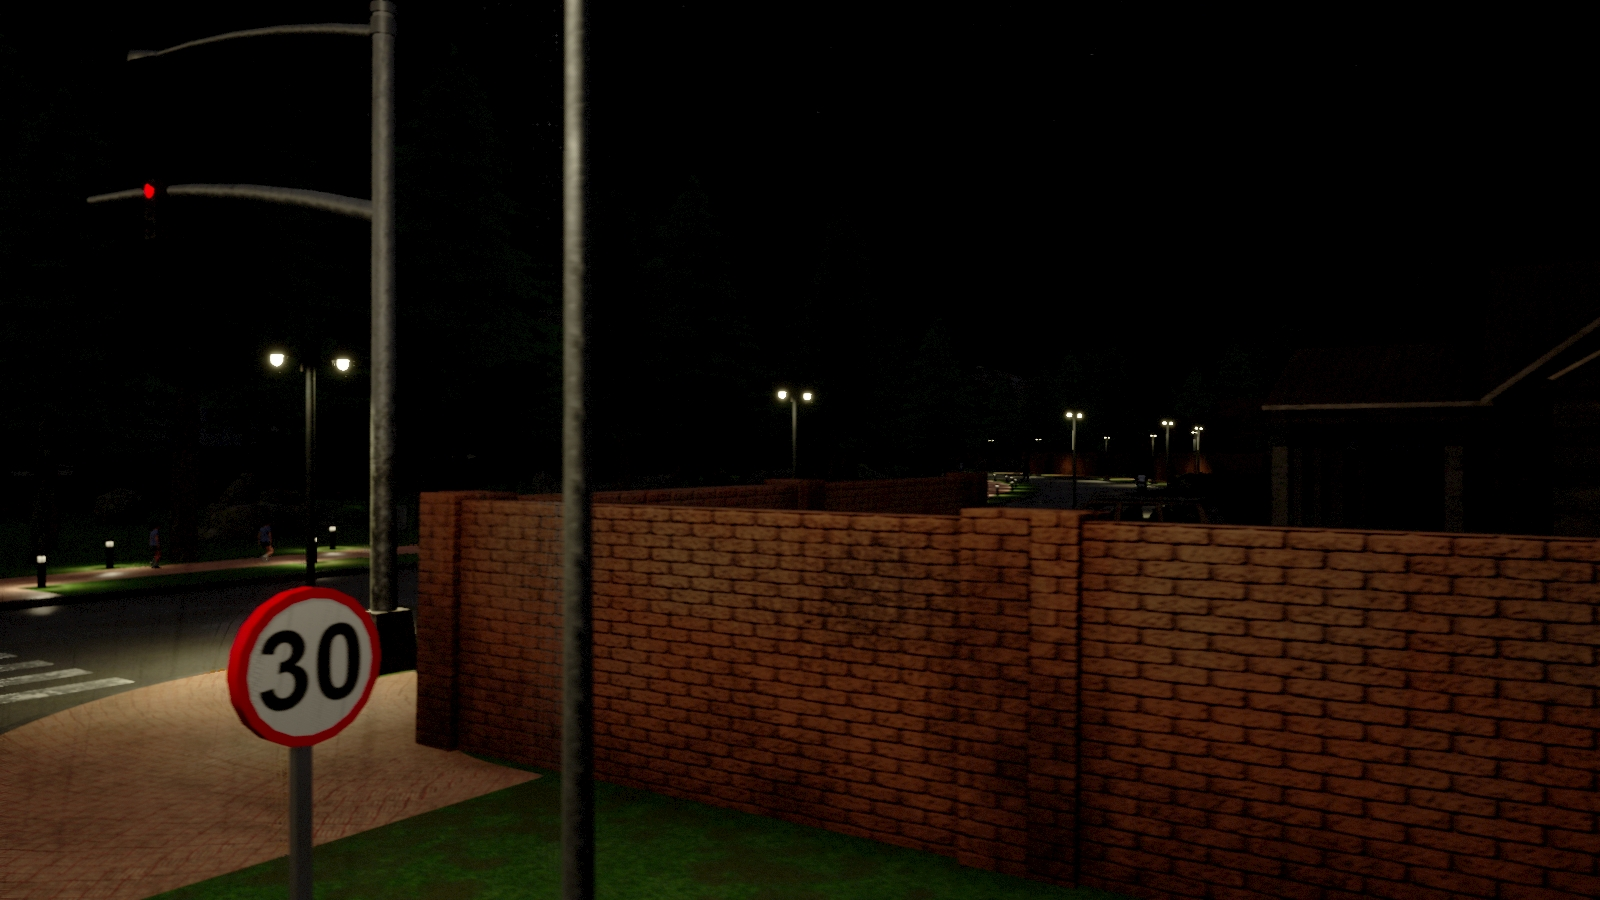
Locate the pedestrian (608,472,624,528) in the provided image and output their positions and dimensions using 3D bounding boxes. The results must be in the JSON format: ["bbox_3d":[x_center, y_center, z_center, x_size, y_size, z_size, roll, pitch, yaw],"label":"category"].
[{"bbox_3d":[-6.223,1.682,38.623,0.375,1.860,0.375,0,0,34],"label":"pedestrian"}]

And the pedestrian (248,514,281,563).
[{"bbox_3d":[-12.536,2.063,26.746,0.500,1.100,0.500,0,0,19],"label":"pedestrian"}]

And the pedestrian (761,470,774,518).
[{"bbox_3d":[-1.240,1.684,43.905,0.375,1.860,0.375,0,0,30],"label":"pedestrian"}]

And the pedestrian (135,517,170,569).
[{"bbox_3d":[-14.439,2.063,25.488,0.500,1.100,0.500,0,0,34],"label":"pedestrian"}]
